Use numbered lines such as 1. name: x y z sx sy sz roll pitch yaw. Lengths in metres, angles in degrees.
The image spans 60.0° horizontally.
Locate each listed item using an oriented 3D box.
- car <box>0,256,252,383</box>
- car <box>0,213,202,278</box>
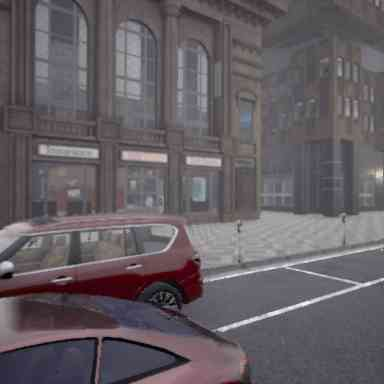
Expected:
1. car: -1.492 1.564 2.318 4.181 1.385 1.994 0 0 -35
2. car: -2.117 1.316 5.133 5.009 1.841 2.192 0 0 -35
